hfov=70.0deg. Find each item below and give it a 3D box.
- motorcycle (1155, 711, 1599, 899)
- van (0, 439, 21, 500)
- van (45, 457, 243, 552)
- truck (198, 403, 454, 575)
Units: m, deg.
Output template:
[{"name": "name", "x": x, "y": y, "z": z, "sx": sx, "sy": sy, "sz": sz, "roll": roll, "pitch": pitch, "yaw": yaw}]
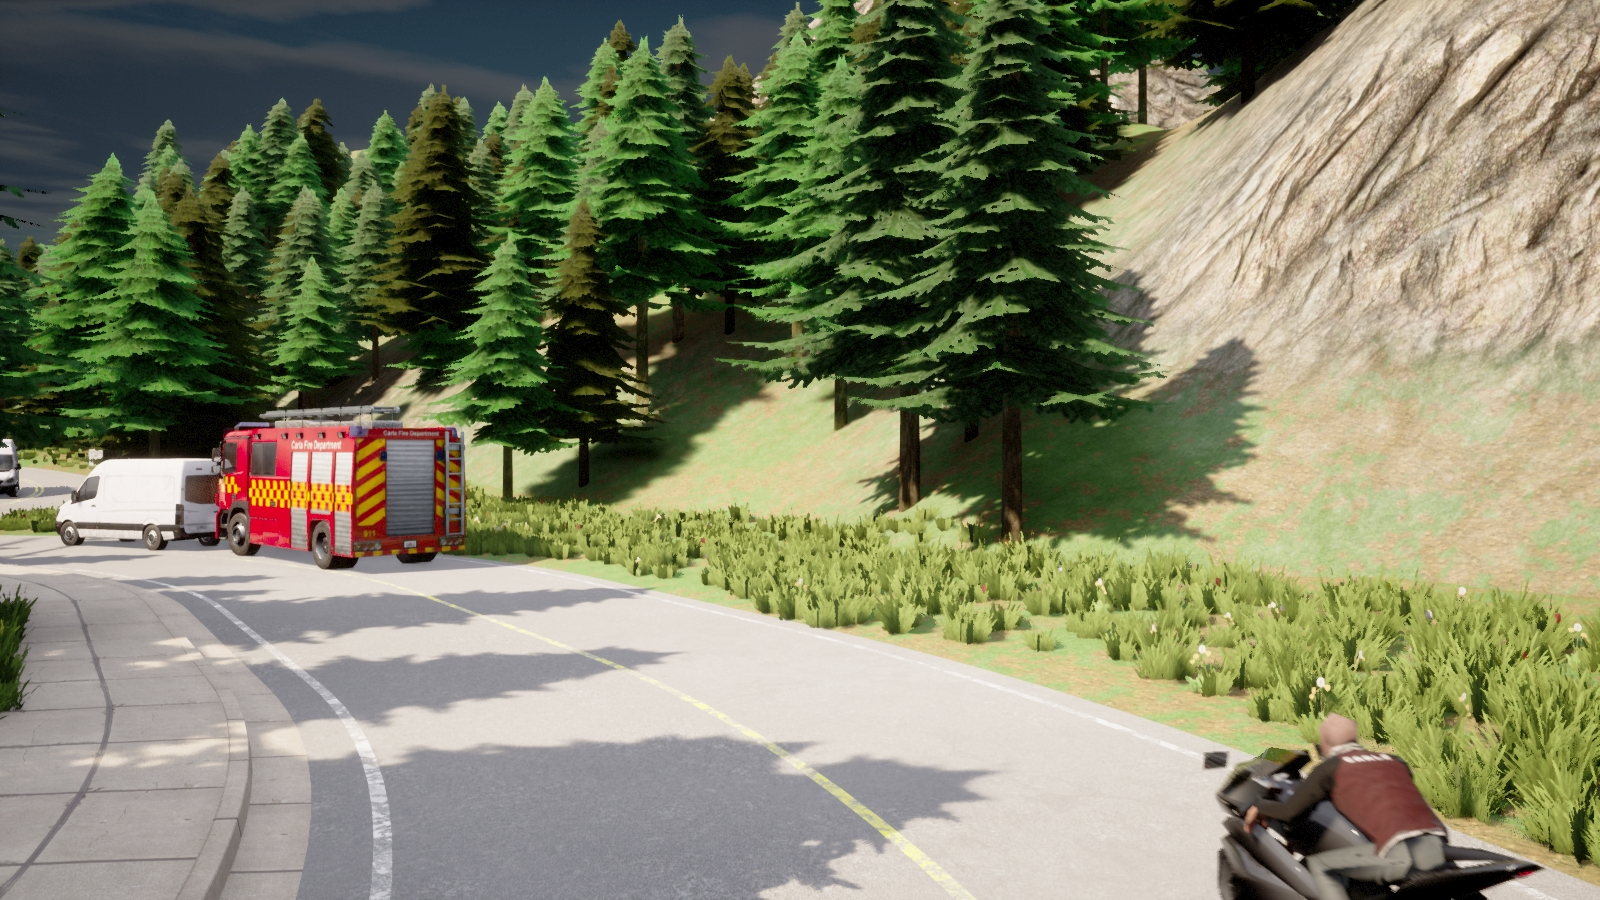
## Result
[{"name": "motorcycle", "x": 2.702, "y": 2.178, "z": 5.599, "sx": 0.867, "sy": 1.251, "sz": 2.209, "roll": -1, "pitch": 0, "yaw": -11}, {"name": "van", "x": -39.656, "y": 0.888, "z": 56.212, "sx": 1.988, "sy": 2.561, "sz": 5.915, "roll": 0, "pitch": 4, "yaw": -33}, {"name": "van", "x": -19.222, "y": 1.508, "z": 33.432, "sx": 5.915, "sy": 2.561, "sz": 1.988, "roll": 0, "pitch": 0, "yaw": 25}, {"name": "truck", "x": -12.411, "y": 0.864, "z": 29.405, "sx": 8.468, "sy": 3.827, "sz": 2.891, "roll": 0, "pitch": 0, "yaw": 43}]
